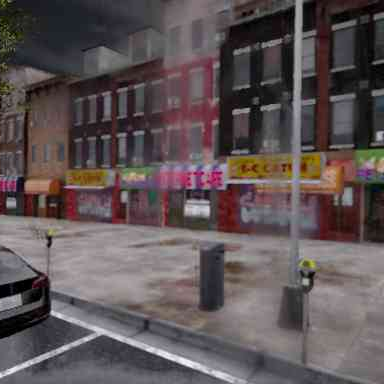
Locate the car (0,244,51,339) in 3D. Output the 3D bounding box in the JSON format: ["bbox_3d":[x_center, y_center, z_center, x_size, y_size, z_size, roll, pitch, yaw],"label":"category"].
[{"bbox_3d":[-4.210,1.567,5.802,4.313,1.339,1.947,0,1,36],"label":"car"}]
